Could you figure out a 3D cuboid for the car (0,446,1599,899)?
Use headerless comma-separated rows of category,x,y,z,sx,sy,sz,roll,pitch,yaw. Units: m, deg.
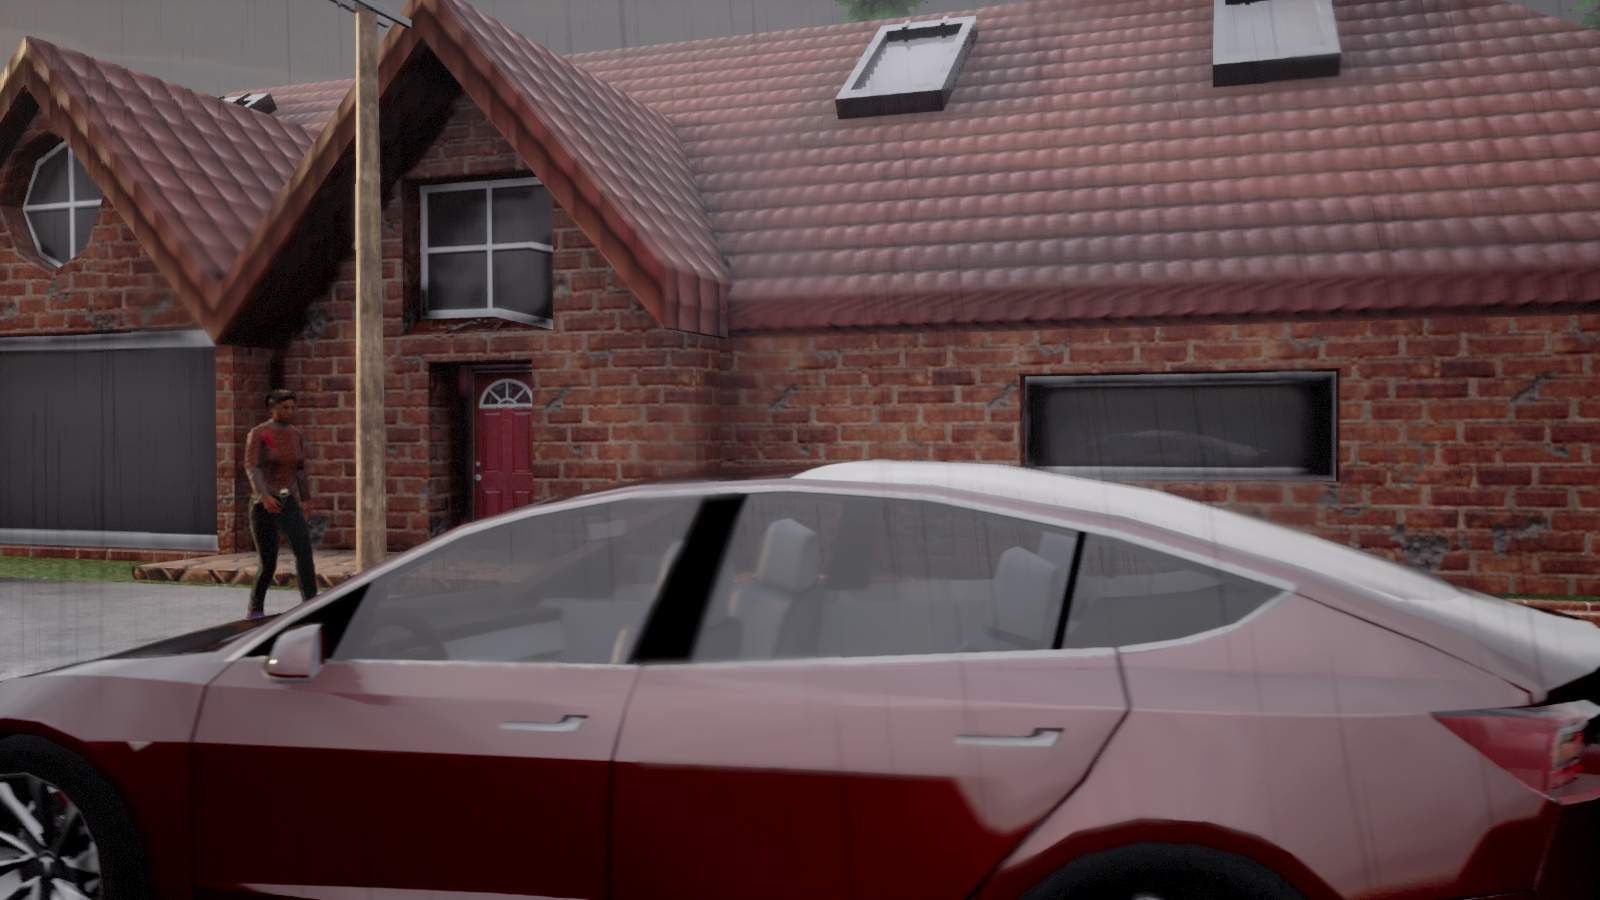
car,-0.309,0.764,3.826,4.792,1.488,2.163,1,1,18

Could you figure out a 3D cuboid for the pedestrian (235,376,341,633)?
pedestrian,-3.761,0.375,9.209,0.869,1.805,0.328,1,1,38
